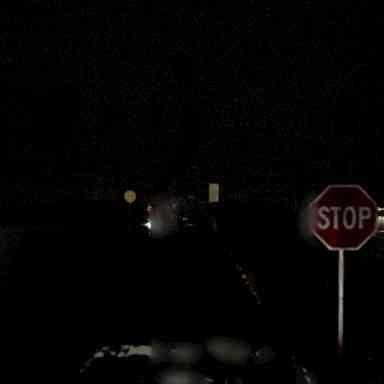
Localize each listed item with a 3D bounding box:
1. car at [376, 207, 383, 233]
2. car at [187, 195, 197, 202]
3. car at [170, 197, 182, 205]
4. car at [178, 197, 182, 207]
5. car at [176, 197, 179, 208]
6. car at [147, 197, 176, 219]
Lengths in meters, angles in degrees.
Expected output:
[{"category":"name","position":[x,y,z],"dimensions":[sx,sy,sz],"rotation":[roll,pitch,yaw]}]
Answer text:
[{"category":"car","position":[9.258,1.468,16.693],"dimensions":[4.674,1.442,1.812],"rotation":[0,1,6]},{"category":"car","position":[0.065,1.466,71.716],"dimensions":[1.837,1.490,4.892],"rotation":[0,0,0]},{"category":"car","position":[-2.761,1.544,58.826],"dimensions":[1.994,1.385,4.181],"rotation":[0,0,0]},{"category":"car","position":[-2.786,1.589,48.419],"dimensions":[1.895,1.301,4.718],"rotation":[0,0,0]},{"category":"car","position":[-2.811,1.595,38.712],"dimensions":[1.895,1.301,4.718],"rotation":[0,0,0]},{"category":"car","position":[-2.769,1.351,29.383],"dimensions":[2.097,1.767,4.553],"rotation":[0,0,-1]}]
